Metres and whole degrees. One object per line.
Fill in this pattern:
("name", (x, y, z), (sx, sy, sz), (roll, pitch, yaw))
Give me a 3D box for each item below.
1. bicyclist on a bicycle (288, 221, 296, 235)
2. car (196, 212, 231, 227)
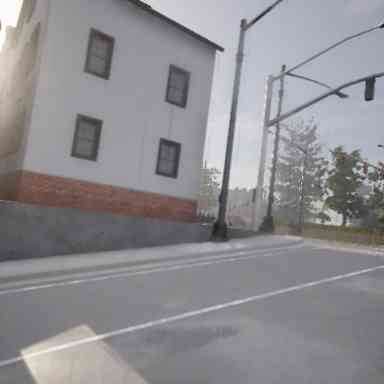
("bicyclist on a bicycle", (11.977, 4.300, 39.774), (1.656, 1.620, 0.582), (1, -21, -39))
("car", (2.121, 2.861, 35.000), (2.128, 1.511, 4.902), (11, -6, -35))
